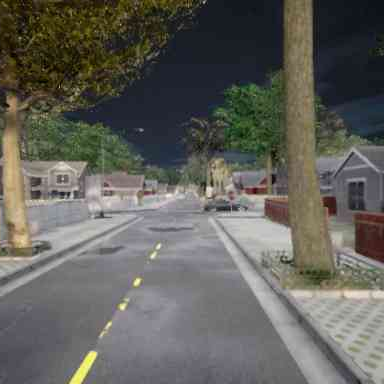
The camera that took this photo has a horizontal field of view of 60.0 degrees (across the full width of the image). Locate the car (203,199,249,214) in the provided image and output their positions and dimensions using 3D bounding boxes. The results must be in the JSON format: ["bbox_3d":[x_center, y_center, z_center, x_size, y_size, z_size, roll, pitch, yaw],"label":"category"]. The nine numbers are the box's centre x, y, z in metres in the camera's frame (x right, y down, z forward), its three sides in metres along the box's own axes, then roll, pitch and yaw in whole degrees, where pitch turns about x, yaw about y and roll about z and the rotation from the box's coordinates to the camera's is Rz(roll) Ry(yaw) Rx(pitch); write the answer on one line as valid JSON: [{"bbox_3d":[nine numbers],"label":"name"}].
[{"bbox_3d":[3.602,1.539,35.180,4.892,1.490,1.837,-1,0,0],"label":"car"}]

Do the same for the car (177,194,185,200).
[{"bbox_3d":[-2.722,1.259,84.504,1.895,1.301,4.718,0,0,0],"label":"car"}]
